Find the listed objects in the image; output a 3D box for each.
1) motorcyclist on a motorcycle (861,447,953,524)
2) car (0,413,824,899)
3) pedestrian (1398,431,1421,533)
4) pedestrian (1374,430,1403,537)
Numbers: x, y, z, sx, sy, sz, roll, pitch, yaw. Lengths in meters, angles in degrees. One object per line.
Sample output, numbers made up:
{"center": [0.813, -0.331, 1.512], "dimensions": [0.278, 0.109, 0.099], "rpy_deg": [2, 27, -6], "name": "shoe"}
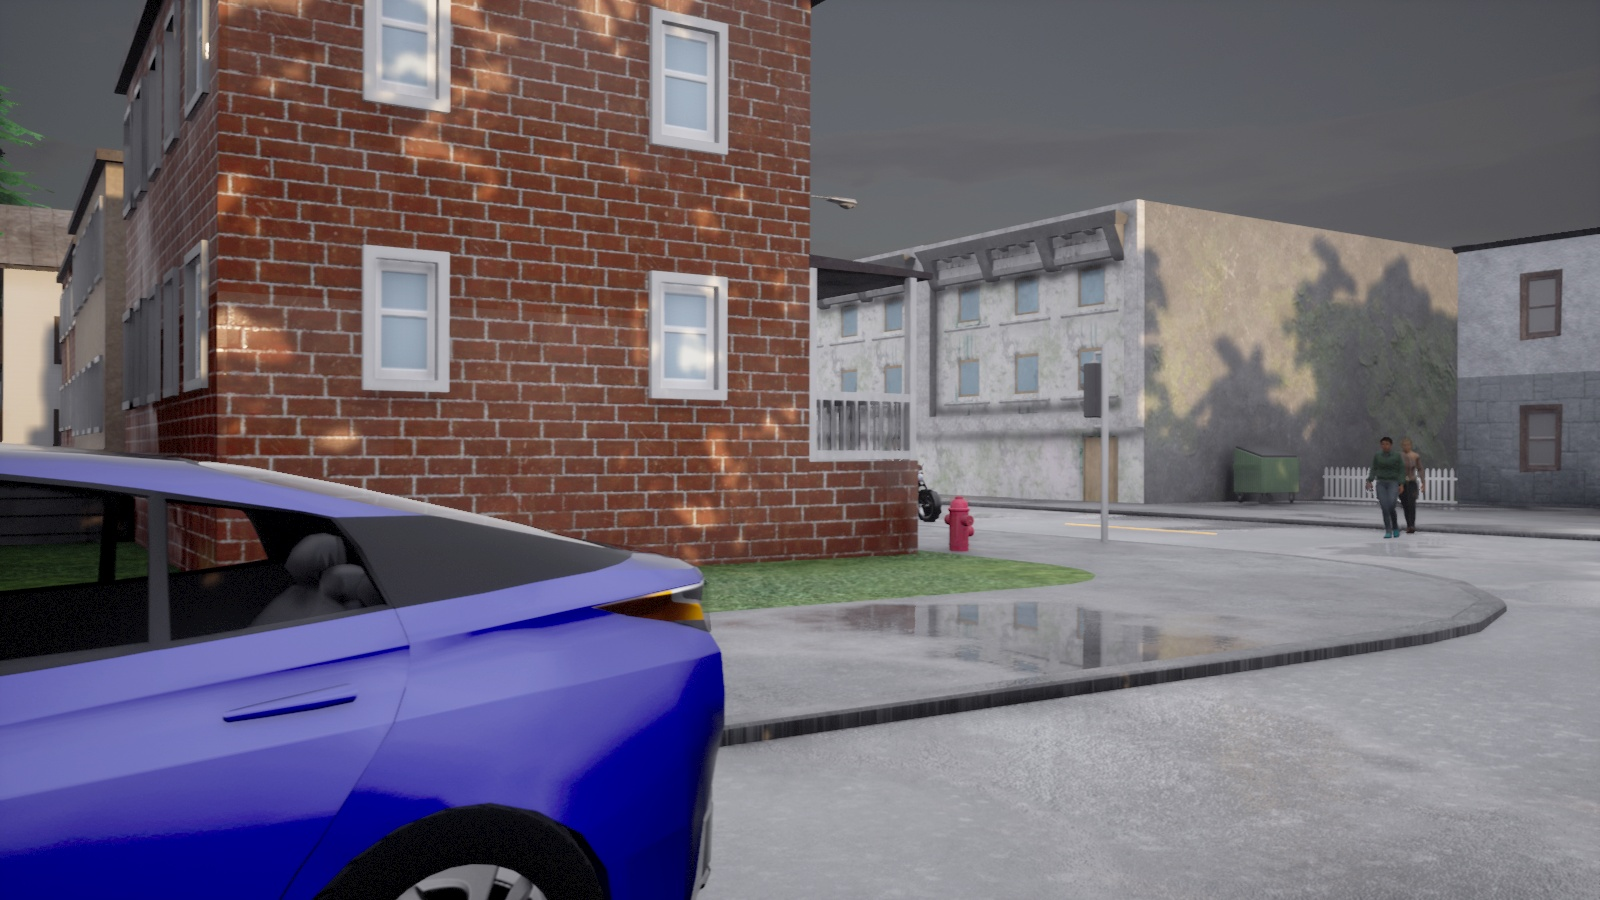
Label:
{"center": [2.358, 0.770, 28.063], "dimensions": [0.766, 1.649, 2.350], "rpy_deg": [0, 0, -33], "name": "motorcyclist on a motorcycle"}
{"center": [-2.384, 0.703, 2.682], "dimensions": [4.514, 1.525, 2.007], "rpy_deg": [0, 0, -33], "name": "car"}
{"center": [11.183, 0.585, 23.033], "dimensions": [0.331, 1.846, 0.634], "rpy_deg": [0, 0, 30], "name": "pedestrian"}
{"center": [10.280, 0.579, 21.940], "dimensions": [0.353, 1.847, 0.614], "rpy_deg": [0, 0, 35], "name": "pedestrian"}
